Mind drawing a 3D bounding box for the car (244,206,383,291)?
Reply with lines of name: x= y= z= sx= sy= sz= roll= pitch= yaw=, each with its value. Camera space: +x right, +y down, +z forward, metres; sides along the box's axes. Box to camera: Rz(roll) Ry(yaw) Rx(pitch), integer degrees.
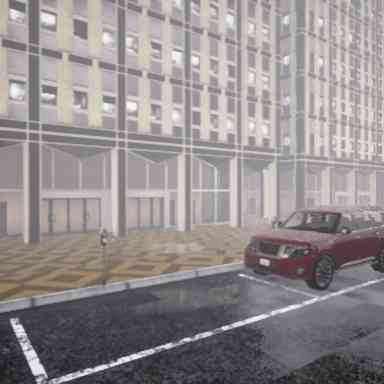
car: x=3.752 y=1.329 z=9.252 sx=5.009 sy=1.841 sz=2.192 roll=0 pitch=0 yaw=-36
